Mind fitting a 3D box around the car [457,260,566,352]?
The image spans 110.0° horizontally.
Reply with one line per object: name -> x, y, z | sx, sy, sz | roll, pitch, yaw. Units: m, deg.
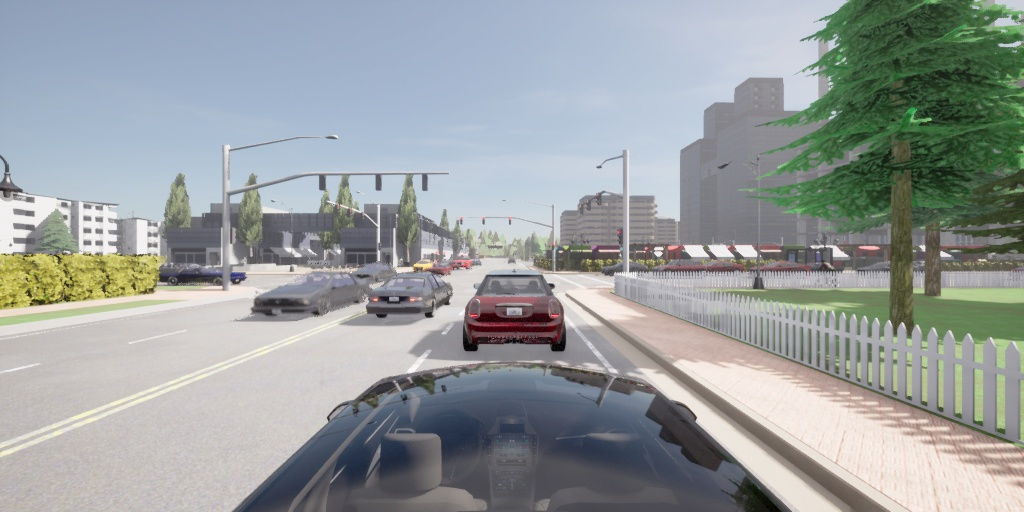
car -> 0.062, 1.102, 9.112 | 2.097, 1.767, 4.553 | 0, 0, 0

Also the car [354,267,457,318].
car -> -3.421, 1.297, 12.946 | 2.033, 1.411, 5.357 | 0, 0, 0

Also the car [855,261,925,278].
car -> 34.347, 1.254, 32.842 | 4.892, 1.490, 1.837 | 0, 0, -1

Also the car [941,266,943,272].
car -> 40.671, 1.241, 36.480 | 4.902, 1.511, 2.128 | 0, 0, -1

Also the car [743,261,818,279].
car -> 24.285, 1.227, 32.596 | 5.008, 1.535, 1.882 | 0, 0, -1

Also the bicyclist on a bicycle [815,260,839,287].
bicyclist on a bicycle -> 18.787, 1.052, 21.472 | 0.582, 1.620, 1.656 | 0, 0, -1

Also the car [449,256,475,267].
car -> -7.100, 0.969, 51.059 | 2.150, 2.045, 5.566 | 0, 0, 1

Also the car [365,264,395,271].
car -> -10.608, 1.297, 27.959 | 2.033, 1.411, 5.357 | 0, 0, 0

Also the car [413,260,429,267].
car -> -10.612, 1.227, 43.531 | 1.882, 1.535, 5.008 | 0, 0, 0

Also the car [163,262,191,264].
car -> -25.396, 1.241, 27.753 | 4.902, 1.511, 2.128 | 0, 0, -2

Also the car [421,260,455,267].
car -> -7.110, 1.350, 34.838 | 1.895, 1.301, 4.718 | 0, 0, 0

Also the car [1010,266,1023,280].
car -> 43.873, 1.313, 29.428 | 4.181, 1.385, 1.994 | 0, 0, -3

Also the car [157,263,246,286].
car -> -20.886, 1.350, 24.358 | 4.718, 1.301, 1.895 | 0, 0, -1

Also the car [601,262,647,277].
car -> 11.223, 1.275, 35.750 | 4.674, 1.442, 1.812 | 0, 0, -1

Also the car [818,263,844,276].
car -> 30.446, 1.350, 36.253 | 4.718, 1.301, 1.895 | 0, 0, -1

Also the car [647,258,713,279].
car -> 15.072, 1.101, 32.364 | 4.553, 1.767, 2.097 | 0, 0, -1

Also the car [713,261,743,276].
car -> 20.548, 1.227, 36.006 | 5.008, 1.535, 1.882 | 0, 0, -1

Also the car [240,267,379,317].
car -> -7.104, 1.297, 13.484 | 2.033, 1.411, 5.357 | 0, 0, 0
